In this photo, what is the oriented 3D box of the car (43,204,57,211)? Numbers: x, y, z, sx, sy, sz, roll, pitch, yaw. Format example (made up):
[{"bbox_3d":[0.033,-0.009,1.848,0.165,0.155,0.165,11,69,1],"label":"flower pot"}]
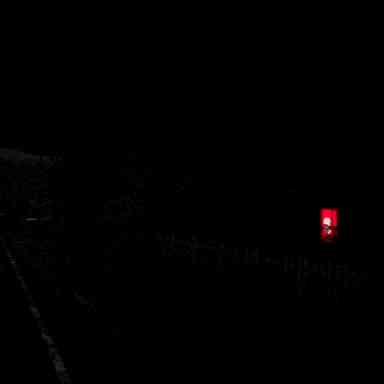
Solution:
[{"bbox_3d":[-35.740,3.851,82.715,2.007,1.523,4.514,3,-3,-31],"label":"car"}]

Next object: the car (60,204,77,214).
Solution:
[{"bbox_3d":[-22.202,3.299,60.484,1.845,1.501,3.633,3,-3,-31],"label":"car"}]

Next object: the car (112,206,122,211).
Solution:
[{"bbox_3d":[-18.982,4.243,83.978,1.845,1.501,3.633,3,-3,-31],"label":"car"}]

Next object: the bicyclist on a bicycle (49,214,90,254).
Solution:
[{"bbox_3d":[-5.076,1.757,13.903,1.656,1.620,0.582,2,-2,-32],"label":"bicyclist on a bicycle"}]

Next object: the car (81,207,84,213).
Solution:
[{"bbox_3d":[-23.514,3.593,68.367,1.970,1.475,3.806,3,-3,-31],"label":"car"}]

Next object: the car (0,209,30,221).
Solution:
[{"bbox_3d":[-21.026,2.647,38.835,1.994,1.385,4.181,0,-3,14],"label":"car"}]

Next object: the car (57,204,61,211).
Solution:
[{"bbox_3d":[-33.088,3.965,84.387,2.152,1.636,5.027,3,-3,-31],"label":"car"}]
